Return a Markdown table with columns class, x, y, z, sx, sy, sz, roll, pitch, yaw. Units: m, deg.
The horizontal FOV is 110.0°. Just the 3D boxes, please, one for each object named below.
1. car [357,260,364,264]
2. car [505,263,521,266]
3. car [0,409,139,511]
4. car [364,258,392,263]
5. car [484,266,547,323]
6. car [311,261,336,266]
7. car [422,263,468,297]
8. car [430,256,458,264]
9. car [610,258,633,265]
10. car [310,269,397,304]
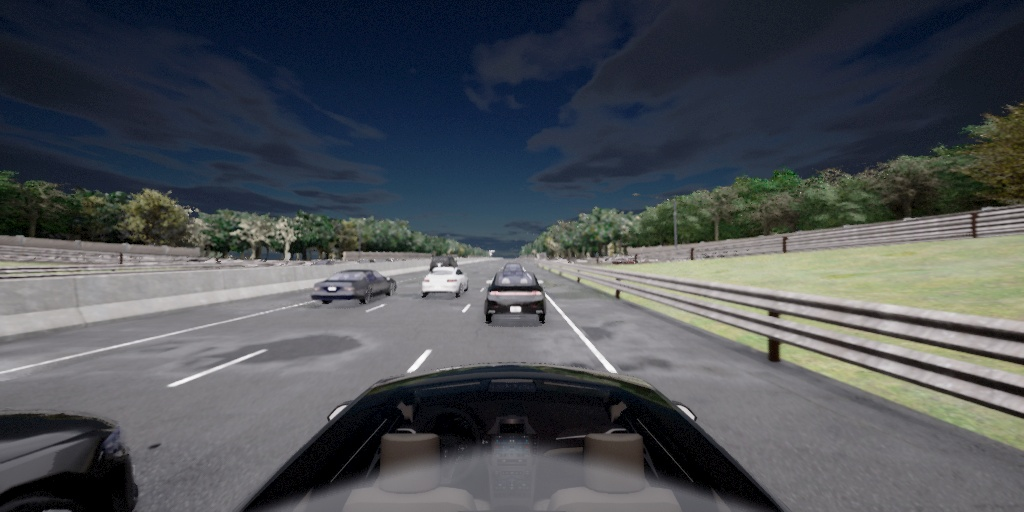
| class | x | y | z | sx | sy | sz | roll | pitch | yaw |
| --- | --- | --- | --- | --- | --- | --- | --- | --- | --- |
| car | -21.062 | 1.262 | 51.898 | 1.837 | 1.490 | 4.892 | 0 | 0 | 0 |
| car | 0.096 | 1.310 | 31.822 | 2.033 | 1.411 | 5.357 | 0 | 0 | 0 |
| car | -3.401 | 1.240 | 0.330 | 2.128 | 1.511 | 4.902 | 0 | 0 | 0 |
| car | -17.583 | 1.112 | 48.248 | 2.097 | 1.767 | 4.553 | 0 | 0 | 0 |
| car | 0.099 | 1.249 | 12.240 | 2.128 | 1.511 | 4.902 | 0 | 0 | 0 |
| car | -24.580 | 1.324 | 46.870 | 1.994 | 1.385 | 4.181 | 0 | 0 | 0 |
| car | -3.402 | 1.286 | 18.717 | 1.812 | 1.442 | 4.674 | 0 | 0 | 0 |
| car | -6.904 | 0.984 | 36.763 | 2.150 | 2.045 | 5.566 | 0 | 0 | 0 |
| car | 18.521 | 0.711 | 60.918 | 2.097 | 1.767 | 4.553 | 0 | -2 | -17 |
| car | -6.902 | 1.307 | 16.265 | 2.033 | 1.411 | 5.357 | 0 | 0 | 0 |
